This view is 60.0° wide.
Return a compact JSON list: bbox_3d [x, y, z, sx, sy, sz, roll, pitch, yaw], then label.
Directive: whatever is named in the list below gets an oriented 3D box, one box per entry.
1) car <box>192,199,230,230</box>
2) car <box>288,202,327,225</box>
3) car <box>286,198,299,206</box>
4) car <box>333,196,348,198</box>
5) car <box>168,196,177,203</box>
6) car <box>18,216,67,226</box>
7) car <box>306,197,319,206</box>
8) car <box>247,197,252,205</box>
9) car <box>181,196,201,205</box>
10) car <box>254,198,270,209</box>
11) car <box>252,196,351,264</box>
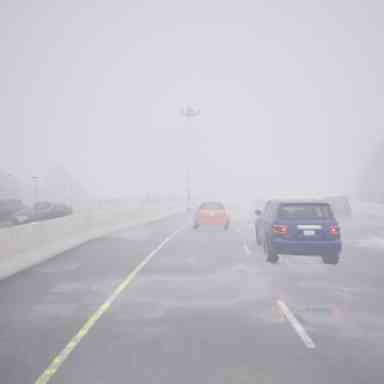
[{"bbox_3d":[1.395,1.366,21.659,2.097,1.767,4.553,1,0,7],"label":"car"},{"bbox_3d":[9.140,1.602,26.737,2.128,1.511,4.902,1,0,9],"label":"car"},{"bbox_3d":[18.921,1.792,62.406,1.994,1.385,4.181,1,0,22],"label":"car"},{"bbox_3d":[13.461,1.386,31.588,2.150,2.045,5.566,0,0,12],"label":"car"},{"bbox_3d":[-3.556,1.420,62.569,1.837,1.490,4.892,1,0,19],"label":"car"},{"bbox_3d":[-9.381,1.370,21.266,2.128,1.511,4.902,1,0,7],"label":"car"},{"bbox_3d":[22.317,1.763,61.509,2.128,1.511,4.902,1,0,22],"label":"car"},{"bbox_3d":[11.848,1.665,63.599,1.812,1.442,4.674,0,0,21],"label":"car"},{"bbox_3d":[-0.173,1.542,61.652,2.033,1.411,5.357,1,0,19],"label":"car"},{"bbox_3d":[10.379,1.628,48.892,1.837,1.490,4.892,-1,0,17],"label":"car"},{"bbox_3d":[3.630,1.265,12.234,2.150,2.045,5.566,0,0,5],"label":"car"}]
